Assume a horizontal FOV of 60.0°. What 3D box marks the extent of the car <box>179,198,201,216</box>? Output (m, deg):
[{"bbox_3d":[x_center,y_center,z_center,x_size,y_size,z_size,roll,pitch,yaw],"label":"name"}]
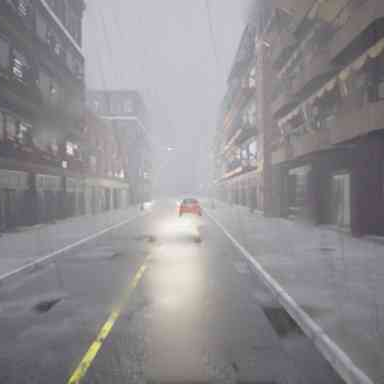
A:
[{"bbox_3d":[-0.198,1.393,33.212,2.097,1.767,4.553,0,0,0],"label":"car"}]
